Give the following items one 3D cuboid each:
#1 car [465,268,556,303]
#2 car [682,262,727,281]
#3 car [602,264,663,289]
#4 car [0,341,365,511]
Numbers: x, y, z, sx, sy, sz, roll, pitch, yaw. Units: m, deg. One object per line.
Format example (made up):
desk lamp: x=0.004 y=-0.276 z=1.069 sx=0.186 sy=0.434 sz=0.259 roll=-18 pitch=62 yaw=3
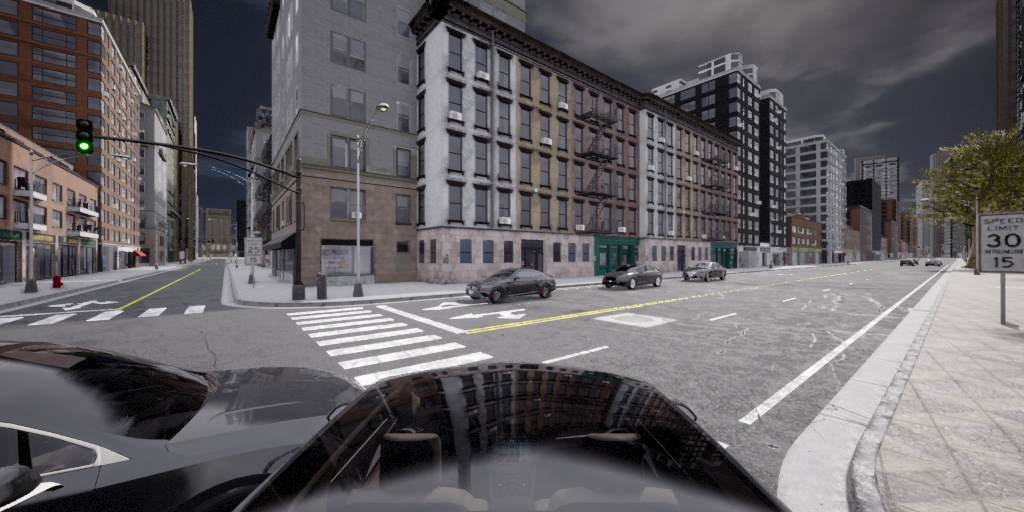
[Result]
car: x=0.059 y=1.287 z=16.809 sx=4.674 sy=1.442 sz=1.812 roll=0 pitch=0 yaw=-39
car: x=15.834 y=1.237 z=29.413 sx=4.902 sy=1.511 sz=2.128 roll=0 pitch=0 yaw=-38
car: x=7.787 y=1.259 z=22.989 sx=4.892 sy=1.490 sz=1.837 roll=0 pitch=0 yaw=-39
car: x=-3.212 y=1.257 z=1.856 sx=4.892 sy=1.490 sz=1.837 roll=0 pitch=0 yaw=-34
